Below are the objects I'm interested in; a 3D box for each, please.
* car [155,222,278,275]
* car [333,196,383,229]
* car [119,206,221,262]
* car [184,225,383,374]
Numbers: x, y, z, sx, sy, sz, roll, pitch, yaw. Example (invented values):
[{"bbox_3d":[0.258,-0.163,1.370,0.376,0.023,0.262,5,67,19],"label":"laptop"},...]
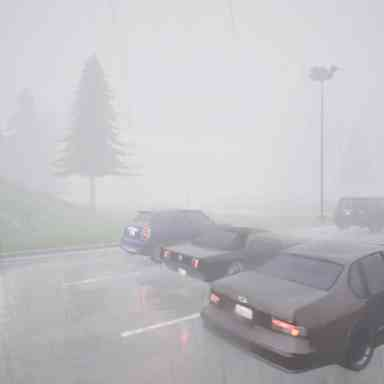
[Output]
[{"bbox_3d":[1.592,1.617,9.178,4.718,1.301,1.895,0,0,-35],"label":"car"},{"bbox_3d":[10.822,1.275,20.058,5.566,2.045,2.150,0,0,-36],"label":"car"},{"bbox_3d":[-0.231,1.369,12.182,4.553,1.767,2.097,0,0,-36],"label":"car"},{"bbox_3d":[2.691,1.561,5.665,5.357,1.411,2.033,0,0,-36],"label":"car"}]
